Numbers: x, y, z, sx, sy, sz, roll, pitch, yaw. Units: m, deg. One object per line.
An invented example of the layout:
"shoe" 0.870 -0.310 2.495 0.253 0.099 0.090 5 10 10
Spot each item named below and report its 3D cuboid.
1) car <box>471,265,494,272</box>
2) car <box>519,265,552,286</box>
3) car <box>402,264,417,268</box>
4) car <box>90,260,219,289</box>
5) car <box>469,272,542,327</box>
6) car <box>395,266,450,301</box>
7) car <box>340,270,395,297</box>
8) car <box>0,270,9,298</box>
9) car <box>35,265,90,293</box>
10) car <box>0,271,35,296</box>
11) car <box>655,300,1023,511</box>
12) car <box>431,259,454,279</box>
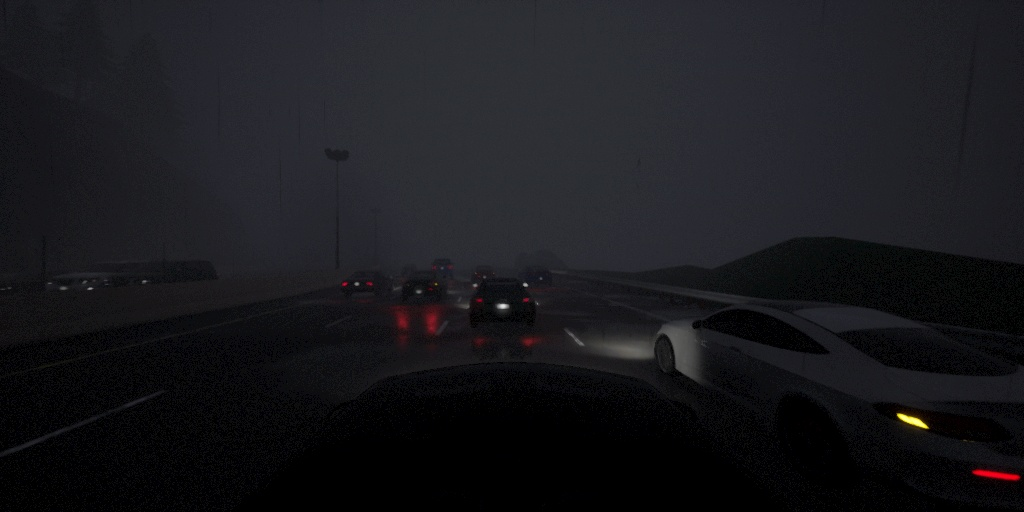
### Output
"car" -2.466 1.510 30.563 1.812 1.442 4.674 0 0 -9
"car" 1.633 1.407 26.838 1.882 1.535 5.008 0 0 -8
"car" -11.923 1.660 42.188 1.812 1.442 4.674 0 0 -13
"car" -18.764 1.230 19.566 2.150 2.045 5.566 0 0 -7
"car" -0.375 1.394 12.006 1.994 1.385 4.181 0 0 -4
"car" -4.415 1.431 18.453 1.812 1.442 4.674 0 0 -5
"car" -8.183 1.496 20.777 2.033 1.411 5.357 0 0 -6
"car" -29.128 1.540 17.701 1.882 1.535 5.008 0 0 -6
"car" -22.373 1.258 20.363 2.150 2.045 5.566 0 0 -7
"car" -25.818 1.532 19.585 1.882 1.535 5.008 0 0 -7
"car" 3.478 1.274 4.483 1.812 1.442 4.674 0 0 -1
"car" -7.194 1.285 37.025 2.150 2.045 5.566 0 -1 -11
